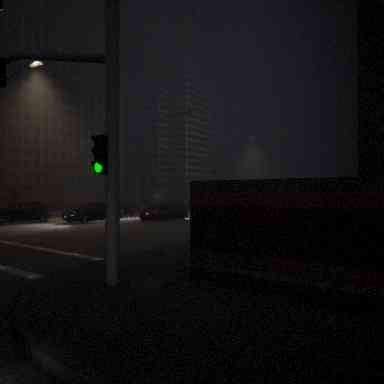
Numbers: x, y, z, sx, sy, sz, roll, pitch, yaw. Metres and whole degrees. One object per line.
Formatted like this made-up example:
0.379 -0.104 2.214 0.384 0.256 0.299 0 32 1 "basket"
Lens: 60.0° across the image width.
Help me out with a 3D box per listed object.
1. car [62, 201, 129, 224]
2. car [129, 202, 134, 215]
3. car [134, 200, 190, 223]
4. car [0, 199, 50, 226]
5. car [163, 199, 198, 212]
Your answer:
-7.400 1.505 25.121 1.837 1.490 4.892 0 0 36 "car"
-7.121 1.547 31.478 2.033 1.411 5.357 0 0 36 "car"
-2.113 1.564 26.108 1.994 1.385 4.181 0 0 36 "car"
-12.662 1.352 23.793 2.097 1.767 4.553 0 0 36 "car"
-1.322 1.564 39.470 1.994 1.385 4.181 0 0 36 "car"
